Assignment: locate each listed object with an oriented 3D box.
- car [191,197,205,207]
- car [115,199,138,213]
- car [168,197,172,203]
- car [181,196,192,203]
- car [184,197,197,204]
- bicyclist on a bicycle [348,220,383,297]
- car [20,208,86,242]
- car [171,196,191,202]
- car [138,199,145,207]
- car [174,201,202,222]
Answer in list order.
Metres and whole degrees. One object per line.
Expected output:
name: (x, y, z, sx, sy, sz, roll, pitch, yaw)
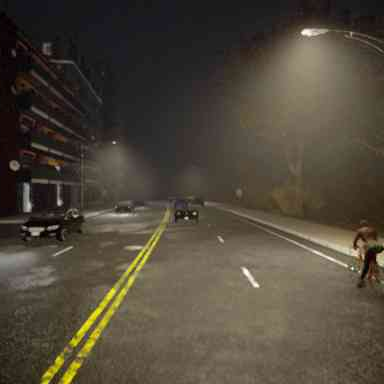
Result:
car: (0.991, 1.710, 55.656, 1.837, 1.490, 4.892, 0, 0, -5)
car: (-7.786, 1.756, 38.888, 1.895, 1.301, 4.718, 0, 0, -3)
car: (-4.640, 1.877, 78.706, 1.895, 1.301, 4.718, 0, 0, -7)
car: (-1.421, 1.805, 79.155, 2.128, 1.511, 4.902, 0, 0, -7)
car: (-0.336, 1.747, 69.300, 2.128, 1.511, 4.902, 0, -1, -6)
bicyclist on a bicycle: (4.067, 1.483, 7.761, 0.582, 1.620, 1.656, 0, -1, -1)
car: (-6.862, 1.563, 16.903, 2.128, 1.511, 4.902, 0, 0, -2)
car: (-1.564, 1.654, 46.352, 1.882, 1.535, 5.008, 0, 0, -4)
car: (-8.975, 1.816, 56.136, 1.895, 1.301, 4.718, 0, 0, -4)
car: (-0.517, 1.709, 27.443, 1.895, 1.301, 4.718, 0, 0, -2)
